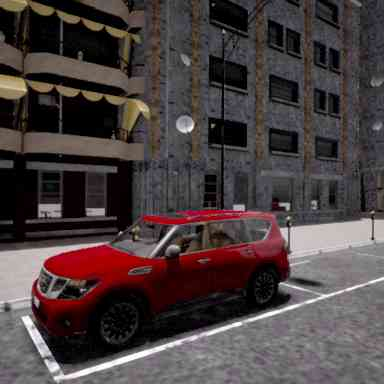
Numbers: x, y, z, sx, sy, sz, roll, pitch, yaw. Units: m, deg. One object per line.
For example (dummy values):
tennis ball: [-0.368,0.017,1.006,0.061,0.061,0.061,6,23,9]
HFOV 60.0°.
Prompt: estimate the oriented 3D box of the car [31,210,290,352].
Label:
car: [-0.246,1.315,6.375,5.009,1.841,2.192,0,0,-35]
